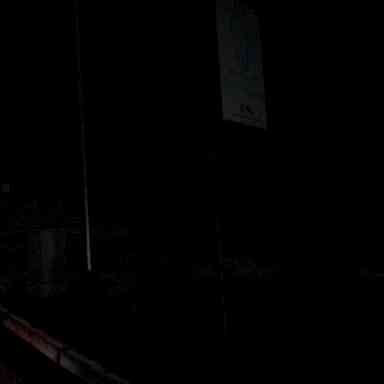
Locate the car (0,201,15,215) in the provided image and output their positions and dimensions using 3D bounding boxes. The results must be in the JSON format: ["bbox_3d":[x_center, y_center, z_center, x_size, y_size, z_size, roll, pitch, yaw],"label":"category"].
[{"bbox_3d":[-23.181,1.885,39.821,2.097,1.767,4.553,-3,0,-5],"label":"car"}]

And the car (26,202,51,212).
[{"bbox_3d":[-23.524,2.236,51.200,1.994,1.385,4.181,-4,-1,7],"label":"car"}]
